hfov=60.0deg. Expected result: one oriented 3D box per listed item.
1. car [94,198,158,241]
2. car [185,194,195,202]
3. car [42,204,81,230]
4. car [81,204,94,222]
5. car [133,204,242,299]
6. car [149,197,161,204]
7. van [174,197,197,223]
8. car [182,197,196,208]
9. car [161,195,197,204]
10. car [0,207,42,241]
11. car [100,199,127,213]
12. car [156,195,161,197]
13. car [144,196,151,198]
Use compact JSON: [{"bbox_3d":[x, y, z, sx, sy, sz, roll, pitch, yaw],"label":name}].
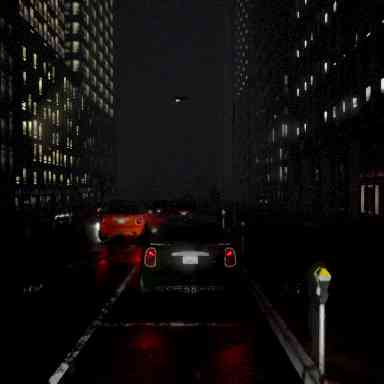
[{"bbox_3d":[-3.147,1.348,16.932,2.097,1.767,4.553,0,0,0],"label":"car"},{"bbox_3d":[-0.465,1.298,77.509,2.192,1.841,5.009,-1,0,0],"label":"car"},{"bbox_3d":[-8.844,1.547,20.672,2.008,1.369,4.403,-1,0,0],"label":"car"},{"bbox_3d":[-8.843,1.577,26.356,1.802,1.307,4.206,-1,0,0],"label":"car"},{"bbox_3d":[-0.033,1.351,8.621,2.097,1.767,4.553,0,0,0],"label":"car"},{"bbox_3d":[-3.049,1.499,33.081,1.837,1.490,4.892,0,0,0],"label":"car"},{"bbox_3d":[-0.465,1.336,26.356,1.690,1.788,3.998,-1,0,0],"label":"van"},{"bbox_3d":[-0.463,1.541,49.090,2.008,1.369,4.403,-1,0,0],"label":"car"},{"bbox_3d":[-0.465,1.311,20.672,2.192,1.841,5.009,-1,0,0],"label":"car"},{"bbox_3d":[-8.843,1.542,14.989,1.887,1.381,4.507,-1,0,0],"label":"car"},{"bbox_3d":[-8.844,1.544,37.723,2.008,1.369,4.403,-1,0,0],"label":"car"},{"bbox_3d":[-8.843,1.509,77.339,1.752,1.417,4.829,-1,0,0],"label":"car"},{"bbox_3d":[-8.843,1.570,60.458,1.802,1.307,4.206,-1,0,0],"label":"car"}]
